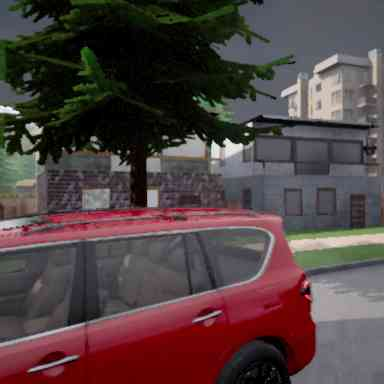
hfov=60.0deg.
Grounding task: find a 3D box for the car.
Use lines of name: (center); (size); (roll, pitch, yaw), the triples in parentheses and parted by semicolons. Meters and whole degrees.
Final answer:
car: (-1.298, 1.220, 2.882); (5.566, 2.045, 2.150); (0, 0, -34)
